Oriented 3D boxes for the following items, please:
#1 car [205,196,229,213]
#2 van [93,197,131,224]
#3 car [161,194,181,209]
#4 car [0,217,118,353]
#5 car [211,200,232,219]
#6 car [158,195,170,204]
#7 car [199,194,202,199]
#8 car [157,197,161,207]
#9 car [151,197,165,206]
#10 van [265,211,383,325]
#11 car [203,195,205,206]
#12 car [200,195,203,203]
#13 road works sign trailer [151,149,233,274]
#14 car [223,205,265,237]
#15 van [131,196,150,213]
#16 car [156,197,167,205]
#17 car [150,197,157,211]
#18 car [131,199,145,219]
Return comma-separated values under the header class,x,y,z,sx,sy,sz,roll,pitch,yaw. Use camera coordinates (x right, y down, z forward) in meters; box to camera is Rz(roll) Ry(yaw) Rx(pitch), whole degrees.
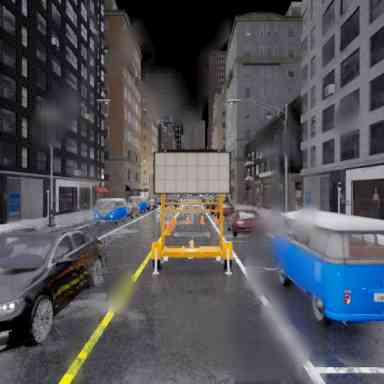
class,x,y,z,sx,sy,sz,roll,pitch,yaw
car,2.867,1.322,34.331,2.192,1.841,5.009,0,0,0
van,-5.661,1.345,23.332,1.690,1.788,3.998,0,0,0
car,-3.083,1.234,47.110,2.150,2.045,5.566,0,0,0
car,-3.097,1.492,6.398,2.128,1.511,4.902,0,0,0
car,2.867,1.587,28.829,1.802,1.307,4.206,0,0,0
car,-5.648,1.465,67.342,1.967,1.590,4.097,0,0,0
car,2.878,1.591,67.339,1.947,1.339,4.313,0,0,0
car,-5.654,1.594,45.337,1.802,1.307,4.206,0,0,0
car,-5.651,1.584,56.339,1.947,1.339,4.313,0,0,0
van,2.859,1.342,6.825,1.690,1.788,3.998,0,0,0
car,2.871,1.452,45.334,1.967,1.590,4.097,0,0,0
car,2.874,1.569,56.337,2.008,1.369,4.403,0,0,0
road works sign trailer,0.005,0.466,10.504,2.380,3.560,2.880,0,0,0
car,2.863,1.585,17.827,1.802,1.307,4.206,0,0,0
van,-5.658,1.348,34.334,1.690,1.788,3.998,0,0,0
car,-5.649,1.603,61.841,1.802,1.307,4.206,0,0,0
car,-5.656,1.575,39.835,1.947,1.339,4.313,0,0,0
car,-5.659,1.556,28.832,2.008,1.369,4.403,0,0,0
